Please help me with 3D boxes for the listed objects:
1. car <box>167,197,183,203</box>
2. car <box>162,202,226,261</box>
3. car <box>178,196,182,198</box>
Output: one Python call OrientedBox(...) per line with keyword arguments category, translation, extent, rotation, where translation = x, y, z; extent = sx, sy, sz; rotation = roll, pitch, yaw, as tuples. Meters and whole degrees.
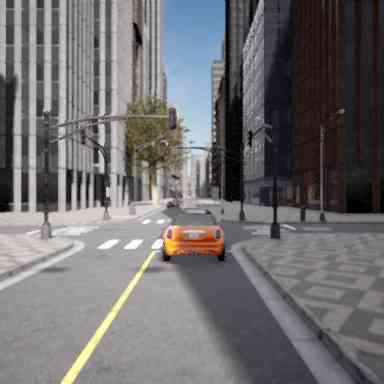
OrientedBox(category="car", translation=(-2.956, 1.922, 52.330), extent=(1.994, 1.385, 4.181), rotation=(0, 0, 0))
OrientedBox(category="car", translation=(0.084, 1.438, 12.832), extent=(2.097, 1.767, 4.553), rotation=(0, 0, 1))
OrientedBox(category="car", translation=(-2.844, 1.752, 68.451), extent=(2.097, 1.767, 4.553), rotation=(0, 0, 0))
